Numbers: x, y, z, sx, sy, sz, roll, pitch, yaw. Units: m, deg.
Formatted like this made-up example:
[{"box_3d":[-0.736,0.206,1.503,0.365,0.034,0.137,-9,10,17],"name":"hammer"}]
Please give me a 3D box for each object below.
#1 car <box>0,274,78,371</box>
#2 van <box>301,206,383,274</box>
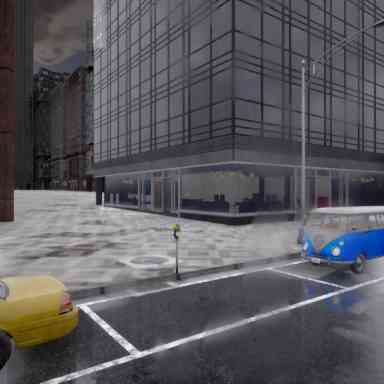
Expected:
[{"box_3d":[-3.905,1.525,3.864,4.829,1.417,1.752,0,0,-36],"name":"car"},{"box_3d":[5.080,1.341,10.288,3.998,1.788,1.690,0,0,-36],"name":"van"}]
